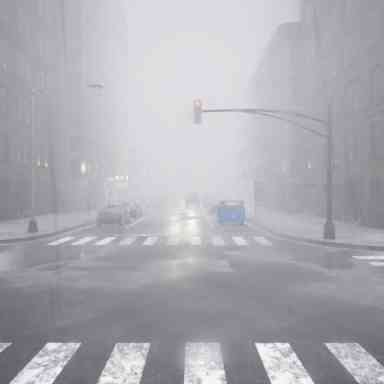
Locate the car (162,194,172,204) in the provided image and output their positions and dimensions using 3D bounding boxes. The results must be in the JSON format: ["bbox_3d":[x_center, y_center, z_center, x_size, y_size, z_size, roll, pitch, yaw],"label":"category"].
[{"bbox_3d":[-5.389,1.547,62.928,1.947,1.339,4.313,0,0,0],"label":"car"}]

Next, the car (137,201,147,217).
[{"bbox_3d":[-5.389,1.543,28.837,1.887,1.381,4.507,0,0,0],"label":"car"}]

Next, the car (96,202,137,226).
[{"bbox_3d":[-5.389,1.549,23.155,2.008,1.369,4.403,0,0,0],"label":"car"}]

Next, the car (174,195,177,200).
[{"bbox_3d":[-5.389,1.409,79.973,1.967,1.590,4.097,0,0,0],"label":"car"}]

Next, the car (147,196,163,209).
[{"bbox_3d":[-5.389,1.519,45.713,1.752,1.417,4.829,0,0,0],"label":"car"}]

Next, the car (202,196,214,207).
[{"bbox_3d":[2.637,1.576,45.889,1.802,1.307,4.206,0,0,0],"label":"car"}]

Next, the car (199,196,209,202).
[{"bbox_3d":[2.636,1.524,74.295,2.008,1.369,4.403,0,0,0],"label":"car"}]

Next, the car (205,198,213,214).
[{"bbox_3d":[2.637,1.580,34.526,1.802,1.307,4.206,0,0,0],"label":"car"}]

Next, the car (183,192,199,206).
[{"bbox_3d":[0.102,1.209,53.719,2.150,2.045,5.566,0,0,0],"label":"car"}]

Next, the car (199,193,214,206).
[{"bbox_3d":[2.637,1.305,51.571,2.192,1.841,5.009,0,0,0],"label":"car"}]

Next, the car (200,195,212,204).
[{"bbox_3d":[2.636,1.422,62.933,1.967,1.590,4.097,0,0,0],"label":"car"}]

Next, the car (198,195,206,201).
[{"bbox_3d":[2.636,1.530,85.658,1.947,1.339,4.313,0,0,0],"label":"car"}]

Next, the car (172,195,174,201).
[{"bbox_3d":[-5.389,1.292,68.610,2.192,1.841,5.009,0,0,0],"label":"car"}]

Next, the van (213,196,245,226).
[{"bbox_3d":[2.636,1.340,23.164,1.690,1.788,3.998,0,0,0],"label":"van"}]

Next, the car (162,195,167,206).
[{"bbox_3d":[-5.388,1.556,51.565,1.947,1.339,4.313,0,0,0],"label":"car"}]
